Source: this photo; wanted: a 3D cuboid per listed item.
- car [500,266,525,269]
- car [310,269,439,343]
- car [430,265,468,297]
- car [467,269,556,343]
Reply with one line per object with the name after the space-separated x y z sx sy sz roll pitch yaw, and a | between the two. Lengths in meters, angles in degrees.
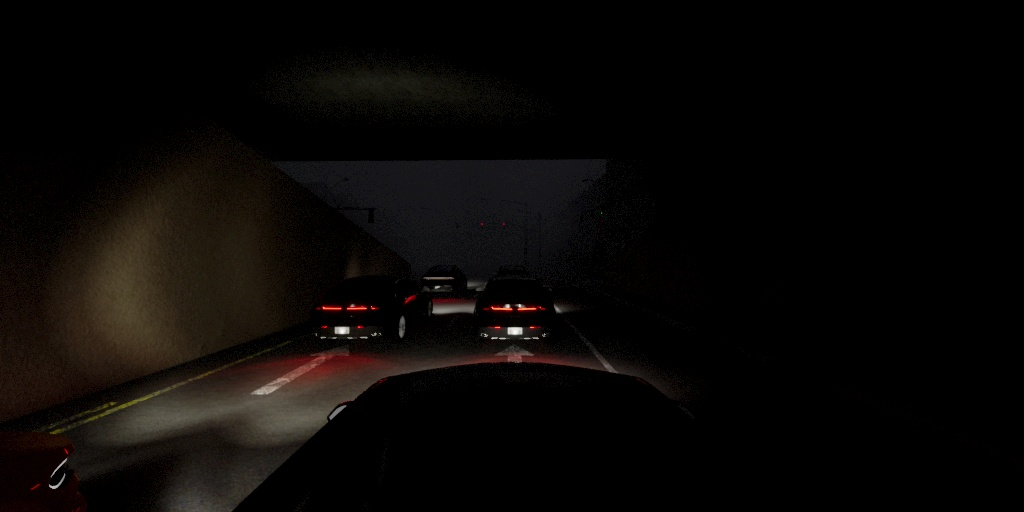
0.015 1.255 19.019 1.837 1.490 4.892 0 0 0 | car
-3.446 1.255 9.667 1.837 1.490 4.892 0 0 0 | car
-3.481 1.242 18.984 2.128 1.511 4.902 0 0 -1 | car
0.054 1.255 9.609 1.837 1.490 4.892 0 0 0 | car
